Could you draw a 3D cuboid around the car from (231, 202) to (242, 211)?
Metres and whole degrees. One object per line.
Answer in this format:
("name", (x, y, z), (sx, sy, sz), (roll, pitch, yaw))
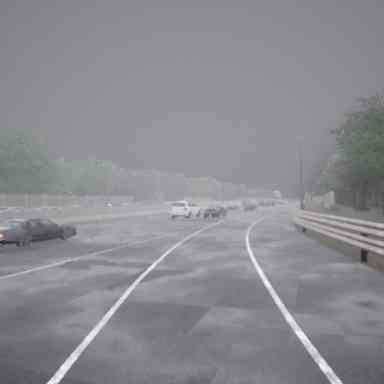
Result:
("car", (7.716, 2.909, 63.060), (1.895, 1.301, 4.718), (-1, -1, 20))

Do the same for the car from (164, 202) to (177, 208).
("car", (-5.639, 3.437, 87.864), (1.994, 1.385, 4.181), (-1, -1, 20))

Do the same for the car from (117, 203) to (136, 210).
("car", (-14.466, 3.144, 73.763), (1.882, 1.535, 5.008), (-1, -1, 20))

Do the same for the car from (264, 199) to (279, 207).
("car", (22.055, 3.042, 92.413), (2.150, 2.045, 5.566), (-1, -1, 20))

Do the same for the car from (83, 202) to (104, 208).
("car", (-16.368, 2.734, 58.317), (2.097, 1.767, 4.553), (-1, -1, 20))

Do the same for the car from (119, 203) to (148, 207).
("car", (-9.746, 2.894, 56.042), (1.895, 1.301, 4.718), (-1, -1, 21))

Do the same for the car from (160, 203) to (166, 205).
("car", (-4.343, 2.897, 70.887), (2.097, 1.767, 4.553), (-1, -1, 20))

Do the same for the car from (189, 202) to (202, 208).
("car", (1.008, 3.320, 85.664), (1.812, 1.442, 4.674), (-1, -1, 20))

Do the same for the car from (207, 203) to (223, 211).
("car", (4.417, 2.880, 64.230), (1.812, 1.442, 4.674), (-1, -1, 20))

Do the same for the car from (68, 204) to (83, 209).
("car", (-19.838, 2.896, 58.979), (1.882, 1.535, 5.008), (-1, -1, 20))

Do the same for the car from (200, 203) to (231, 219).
("car", (2.837, 2.390, 39.300), (1.837, 1.490, 4.892), (-1, -1, 20))

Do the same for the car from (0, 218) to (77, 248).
("car", (-8.616, 2.099, 17.935), (2.033, 1.411, 5.357), (-1, -1, 20))

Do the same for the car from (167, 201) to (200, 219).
("car", (-0.696, 2.140, 39.828), (2.150, 2.045, 5.566), (-1, -1, 20))

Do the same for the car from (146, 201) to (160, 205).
("car", (-7.670, 3.138, 71.967), (1.994, 1.385, 4.181), (-1, -1, 20))

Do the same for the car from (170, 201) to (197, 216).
("car", (-1.183, 2.316, 48.772), (2.150, 2.045, 5.566), (-1, -1, 20))

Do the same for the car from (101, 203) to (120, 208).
("car", (-13.060, 2.938, 57.161), (1.895, 1.301, 4.718), (-1, -1, 21))

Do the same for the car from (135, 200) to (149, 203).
("car", (-11.012, 2.854, 73.031), (2.150, 2.045, 5.566), (-1, -1, 20))

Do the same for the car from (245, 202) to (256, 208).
("car", (14.486, 3.229, 81.769), (1.895, 1.301, 4.718), (-1, -1, 20))

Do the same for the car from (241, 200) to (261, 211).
("car", (10.999, 2.769, 61.851), (1.837, 1.490, 4.892), (-1, -1, 20))

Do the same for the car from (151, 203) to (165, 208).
("car", (-9.111, 3.509, 88.554), (1.895, 1.301, 4.718), (-1, -1, 20))
